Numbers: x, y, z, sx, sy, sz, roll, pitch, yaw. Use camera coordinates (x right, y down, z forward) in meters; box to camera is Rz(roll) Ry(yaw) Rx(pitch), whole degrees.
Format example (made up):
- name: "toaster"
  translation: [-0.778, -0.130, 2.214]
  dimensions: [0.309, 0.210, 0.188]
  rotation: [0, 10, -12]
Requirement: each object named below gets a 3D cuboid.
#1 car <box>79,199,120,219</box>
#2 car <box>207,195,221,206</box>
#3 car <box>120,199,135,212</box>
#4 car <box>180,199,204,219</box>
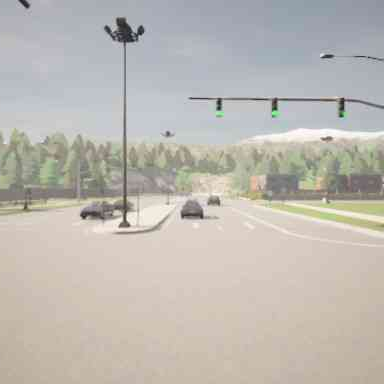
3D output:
- name: "car"
  translation: [-8.077, 1.526, 28.922]
  dimensions: [2.033, 1.411, 5.357]
  rotation: [0, 0, 0]
- name: "car"
  translation: [3.516, 1.313, 54.351]
  dimensions: [2.097, 1.767, 4.553]
  rotation: [0, 0, 0]
- name: "car"
  translation: [-8.010, 1.535, 38.996]
  dimensions: [1.994, 1.385, 4.181]
  rotation: [0, 0, 1]
- name: "car"
  translation: [0.009, 1.543, 28.952]
  dimensions: [1.994, 1.385, 4.181]
  rotation: [0, 0, 0]
